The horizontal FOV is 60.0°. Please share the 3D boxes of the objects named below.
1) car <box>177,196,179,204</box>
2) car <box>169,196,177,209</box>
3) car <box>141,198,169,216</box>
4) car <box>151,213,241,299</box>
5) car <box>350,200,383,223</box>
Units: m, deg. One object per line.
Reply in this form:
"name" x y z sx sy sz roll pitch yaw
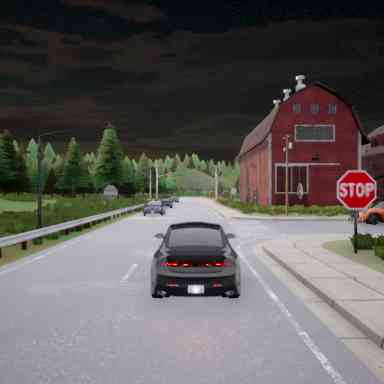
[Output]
"car" -3.515 1.506 65.630 1.837 1.490 4.892 0 0 1
"car" -3.581 1.547 46.230 2.033 1.411 5.357 0 0 0
"car" -3.588 1.526 32.474 1.812 1.442 4.674 0 0 0
"car" 0.083 1.505 8.447 1.837 1.490 4.892 0 0 0
"car" 13.529 1.352 23.186 4.553 1.767 2.097 0 0 -1
